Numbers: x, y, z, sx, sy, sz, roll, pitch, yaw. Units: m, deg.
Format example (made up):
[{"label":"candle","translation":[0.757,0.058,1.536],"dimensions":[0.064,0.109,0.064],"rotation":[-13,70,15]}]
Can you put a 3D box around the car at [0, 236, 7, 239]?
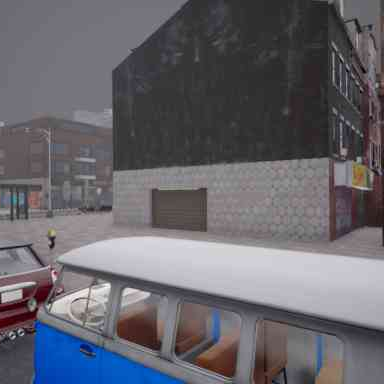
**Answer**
[{"label":"car","translation":[-4.032,1.442,5.650],"dimensions":[4.097,1.590,1.967],"rotation":[0,0,35]}]

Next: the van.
[{"label":"van","translation":[0.414,1.341,2.519],"dimensions":[3.998,1.788,1.690],"rotation":[0,0,35]}]

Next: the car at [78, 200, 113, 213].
[{"label":"car","translation":[-9.569,1.551,35.323],"dimensions":[1.895,1.301,4.718],"rotation":[-1,0,35]}]
